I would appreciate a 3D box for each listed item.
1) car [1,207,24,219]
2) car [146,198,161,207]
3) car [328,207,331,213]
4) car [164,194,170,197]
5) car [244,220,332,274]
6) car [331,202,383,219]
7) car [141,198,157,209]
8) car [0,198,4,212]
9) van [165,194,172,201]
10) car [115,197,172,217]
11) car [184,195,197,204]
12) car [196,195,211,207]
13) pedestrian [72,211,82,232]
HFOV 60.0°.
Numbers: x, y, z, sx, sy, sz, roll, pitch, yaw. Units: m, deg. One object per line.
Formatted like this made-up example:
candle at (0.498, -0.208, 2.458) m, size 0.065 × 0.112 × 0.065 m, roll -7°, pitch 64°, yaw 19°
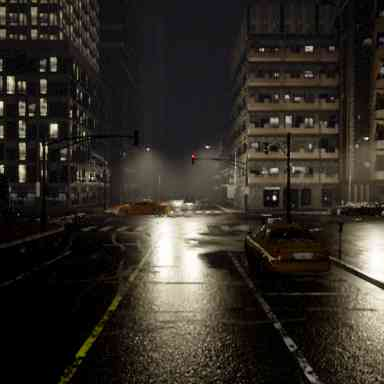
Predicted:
car at (-16.790, 1.544, 27.958) m, size 4.718 × 1.301 × 1.895 m, roll 0°, pitch 1°, yaw 0°
car at (-6.172, 1.655, 53.846) m, size 1.947 × 1.339 × 4.313 m, roll -1°, pitch 0°, yaw 0°
car at (16.023, 1.686, 33.564) m, size 4.403 × 1.369 × 2.008 m, roll 0°, pitch 0°, yaw 0°
car at (-6.321, 1.664, 70.809) m, size 1.887 × 1.381 × 4.507 m, roll -1°, pitch 0°, yaw 0°
car at (2.718, 1.542, 10.483) m, size 1.752 × 1.417 × 4.829 m, roll -1°, pitch 0°, yaw 0°
car at (16.128, 1.665, 30.972) m, size 4.902 × 1.511 × 2.128 m, roll 0°, pitch 1°, yaw 0°
car at (-6.121, 1.605, 48.022) m, size 1.752 × 1.417 × 4.829 m, roll -1°, pitch 0°, yaw 0°
car at (-21.955, 1.340, 33.729) m, size 4.829 × 1.417 × 1.752 m, roll 0°, pitch 0°, yaw 0°
van at (-6.523, 1.500, 93.427) m, size 1.690 × 1.788 × 3.998 m, roll -1°, pitch 0°, yaw 0°
car at (-4.625, 1.527, 31.100) m, size 5.008 × 1.535 × 1.882 m, roll 0°, pitch 0°, yaw 0°
car at (-0.494, 1.466, 68.129) m, size 2.097 × 1.767 × 4.553 m, roll 0°, pitch 0°, yaw -1°
car at (2.207, 1.640, 53.920) m, size 2.008 × 1.369 × 4.403 m, roll -1°, pitch 0°, yaw 0°
pedestrian at (-6.639, 1.325, 19.154) m, size 0.375 × 1.860 × 0.375 m, roll -1°, pitch 1°, yaw 0°
